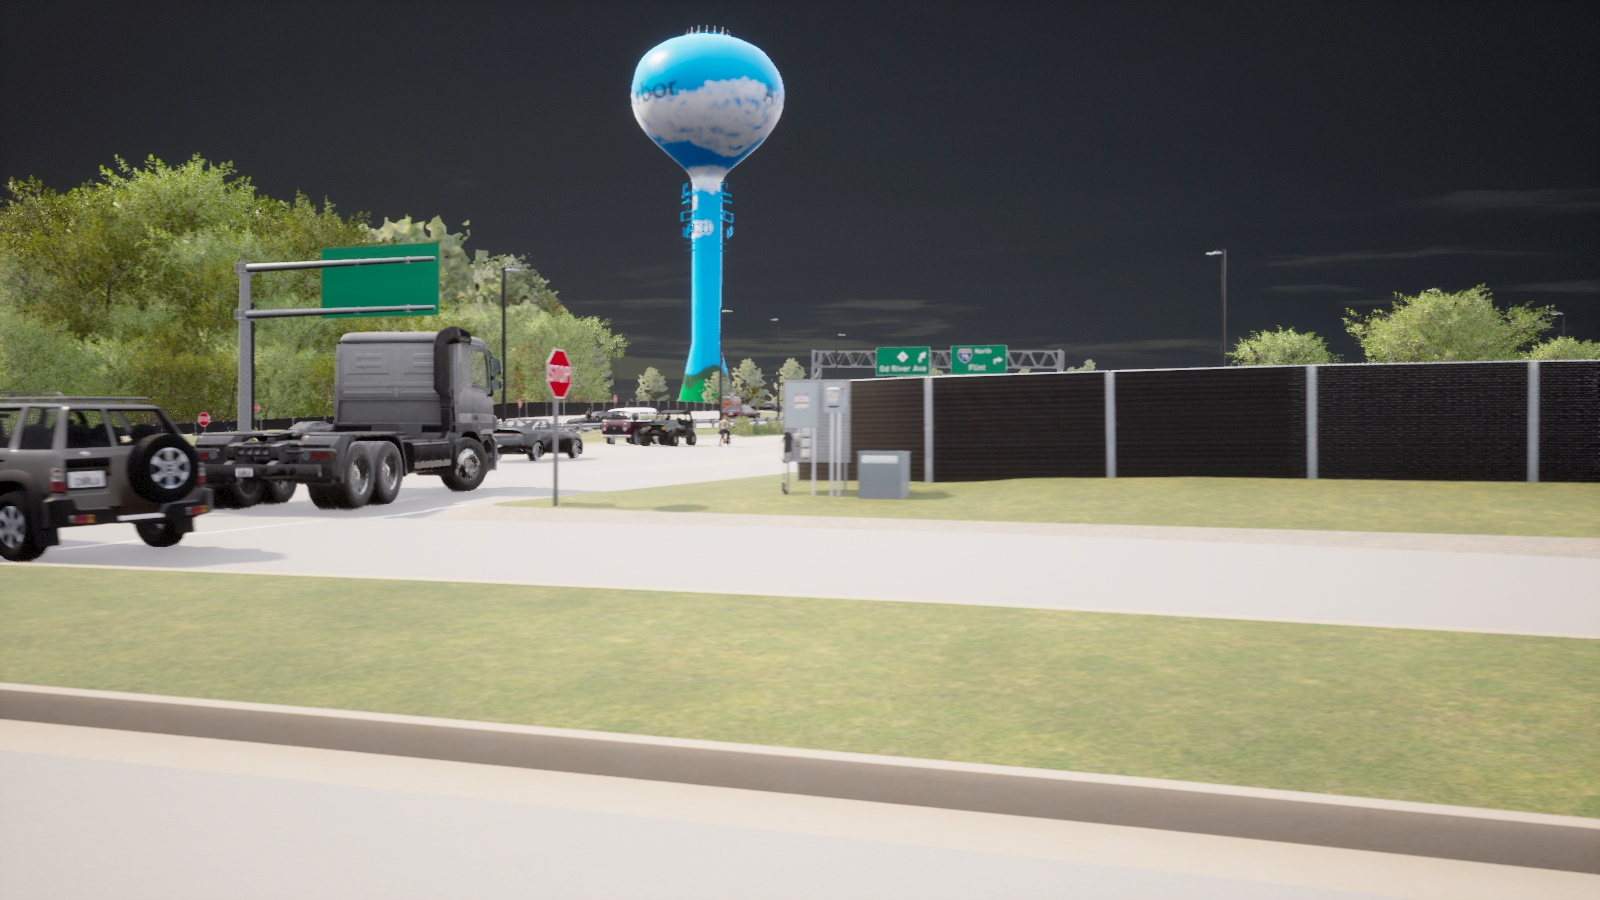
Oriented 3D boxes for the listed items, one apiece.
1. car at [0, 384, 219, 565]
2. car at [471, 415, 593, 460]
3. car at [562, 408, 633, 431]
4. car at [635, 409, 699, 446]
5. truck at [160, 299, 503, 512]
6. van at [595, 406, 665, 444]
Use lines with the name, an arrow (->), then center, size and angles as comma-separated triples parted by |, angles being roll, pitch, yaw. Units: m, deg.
car -> -9.234, 0.182, 14.782 | 4.605, 1.855, 1.932 | 1, 2, 28
car -> -9.622, -0.503, 45.530 | 2.128, 1.511, 4.902 | 1, 2, 18
car -> -15.040, -2.267, 93.460 | 5.008, 1.535, 1.882 | -4, 3, -44
car -> -6.886, -1.196, 65.252 | 1.905, 1.878, 3.866 | 1, 2, 18
truck -> -8.634, -0.849, 24.518 | 2.891, 3.462, 7.936 | 1, 2, 7
van -> -9.322, -1.390, 69.076 | 2.069, 2.038, 4.480 | 1, 2, 18
